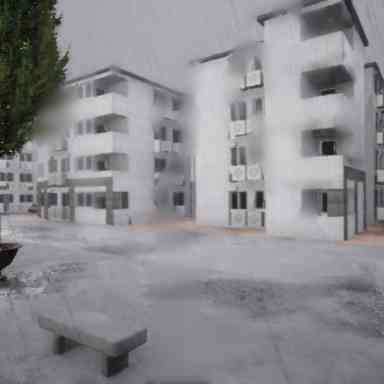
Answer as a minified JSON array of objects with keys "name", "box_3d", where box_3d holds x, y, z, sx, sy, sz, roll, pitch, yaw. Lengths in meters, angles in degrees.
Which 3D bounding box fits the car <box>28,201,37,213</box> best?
[{"name":"car","box_3d":[-17.431,1.828,40.877,4.536,1.218,1.853,0,0,-25]}]

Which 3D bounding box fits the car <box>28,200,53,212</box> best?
[{"name":"car","box_3d":[-19.464,1.765,42.801,1.845,1.501,3.633,0,0,-43]}]

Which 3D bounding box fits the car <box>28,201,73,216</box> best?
[{"name":"car","box_3d":[-17.383,1.986,40.898,4.974,1.542,2.038,0,0,-25]}]
